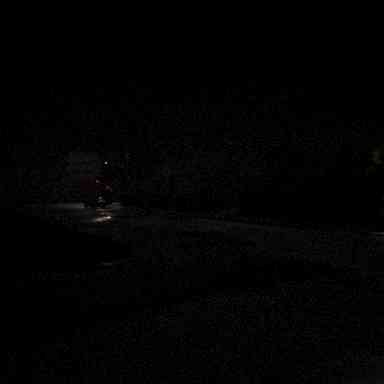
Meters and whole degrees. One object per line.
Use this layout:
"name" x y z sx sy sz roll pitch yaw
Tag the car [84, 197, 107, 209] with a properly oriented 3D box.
"car" -13.275 1.491 45.614 2.128 1.511 4.902 0 0 -36
